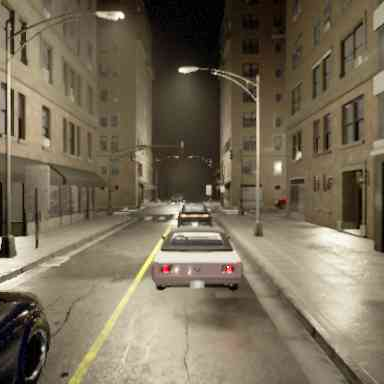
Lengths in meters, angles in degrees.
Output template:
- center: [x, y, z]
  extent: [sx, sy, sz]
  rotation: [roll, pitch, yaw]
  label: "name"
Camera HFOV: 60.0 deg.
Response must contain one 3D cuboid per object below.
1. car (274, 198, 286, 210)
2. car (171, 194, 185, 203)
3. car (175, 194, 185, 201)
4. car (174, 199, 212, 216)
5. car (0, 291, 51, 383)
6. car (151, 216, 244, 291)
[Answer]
- center: [12.284, 1.146, 39.320]
  extent: [5.009, 1.841, 2.192]
  rotation: [0, 0, 0]
  label: "car"
- center: [-2.758, 1.089, 62.820]
  extent: [2.097, 1.767, 4.553]
  rotation: [0, 0, 1]
  label: "car"
- center: [-2.717, 1.211, 78.286]
  extent: [2.128, 1.511, 4.902]
  rotation: [0, 0, 0]
  label: "car"
- center: [0.114, 1.398, 19.083]
  extent: [2.128, 1.511, 4.902]
  rotation: [0, 0, -1]
  label: "car"
- center: [-2.749, 1.550, 2.461]
  extent: [1.994, 1.385, 4.181]
  rotation: [0, 0, 0]
  label: "car"
- center: [0.108, 1.555, 8.863]
  extent: [1.895, 1.301, 4.718]
  rotation: [0, 0, 0]
  label: "car"
